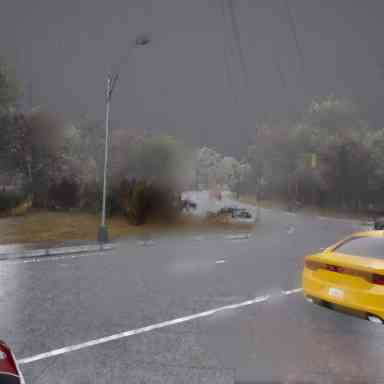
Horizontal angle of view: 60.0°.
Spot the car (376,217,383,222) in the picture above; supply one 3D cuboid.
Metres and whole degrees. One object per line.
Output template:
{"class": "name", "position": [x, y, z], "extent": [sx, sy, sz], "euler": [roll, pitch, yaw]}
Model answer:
{"class": "car", "position": [13.030, 2.001, 18.994], "extent": [1.837, 1.490, 4.892], "euler": [3, -1, -30]}

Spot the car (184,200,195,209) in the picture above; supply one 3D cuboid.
{"class": "car", "position": [-0.622, 1.824, 51.027], "extent": [1.895, 1.301, 4.718], "euler": [2, 1, -15]}

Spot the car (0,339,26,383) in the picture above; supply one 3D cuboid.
{"class": "car", "position": [-3.190, 1.353, 1.475], "extent": [4.553, 1.767, 2.097], "euler": [0, 0, -35]}

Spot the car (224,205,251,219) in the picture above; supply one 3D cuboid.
{"class": "car", "position": [4.605, 2.106, 35.671], "extent": [1.994, 1.385, 4.181], "euler": [3, 0, -23]}

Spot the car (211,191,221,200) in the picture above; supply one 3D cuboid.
{"class": "car", "position": [5.740, 0.746, 79.003], "extent": [2.150, 2.045, 5.566], "euler": [2, 2, -1]}

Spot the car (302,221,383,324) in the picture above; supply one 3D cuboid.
{"class": "car", "position": [4.400, 1.543, 6.895], "extent": [5.008, 1.535, 1.882], "euler": [1, -1, -35]}
